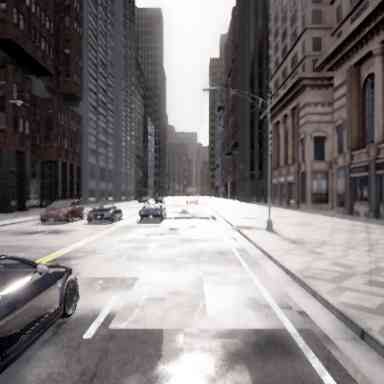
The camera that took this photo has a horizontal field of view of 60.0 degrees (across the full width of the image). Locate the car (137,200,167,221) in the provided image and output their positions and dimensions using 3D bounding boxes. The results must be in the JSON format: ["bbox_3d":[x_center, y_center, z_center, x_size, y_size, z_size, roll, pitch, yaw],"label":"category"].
[{"bbox_3d":[-3.150,1.621,27.742,1.895,1.301,4.718,0,0,0],"label":"car"}]

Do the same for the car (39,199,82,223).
[{"bbox_3d":[-9.847,1.367,25.558,2.097,1.767,4.553,0,0,0],"label":"car"}]

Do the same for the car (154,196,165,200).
[{"bbox_3d":[-6.509,1.637,66.847,1.882,1.535,5.008,0,0,0],"label":"car"}]

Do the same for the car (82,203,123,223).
[{"bbox_3d":[-6.597,1.579,25.532,1.994,1.385,4.181,0,0,0],"label":"car"}]

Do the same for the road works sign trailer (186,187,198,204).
[{"bbox_3d":[0.001,0.646,70.112,2.380,3.560,2.880,0,0,0],"label":"road works sign trailer"}]

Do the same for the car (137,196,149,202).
[{"bbox_3d":[-9.753,1.663,66.839,1.837,1.490,4.892,0,0,0],"label":"car"}]

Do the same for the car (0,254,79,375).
[{"bbox_3d":[-3.151,1.563,4.726,1.994,1.385,4.181,0,0,0],"label":"car"}]
